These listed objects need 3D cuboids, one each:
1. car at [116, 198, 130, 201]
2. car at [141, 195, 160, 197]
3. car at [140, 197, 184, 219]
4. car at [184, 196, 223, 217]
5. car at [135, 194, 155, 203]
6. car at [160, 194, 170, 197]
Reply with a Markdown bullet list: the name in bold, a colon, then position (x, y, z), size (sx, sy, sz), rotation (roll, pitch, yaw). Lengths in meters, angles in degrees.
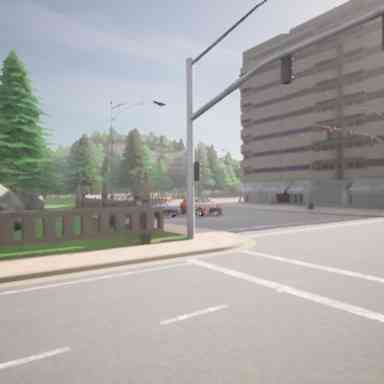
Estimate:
- **car**: position (-9.096, 1.425, 43.297), size (1.895, 1.301, 4.718), rotation (0, 0, -11)
- **car**: position (-5.755, 1.277, 44.648), size (1.882, 1.535, 5.008), rotation (-1, 0, -9)
- **car**: position (-3.062, 1.397, 28.261), size (2.033, 1.411, 5.357), rotation (0, 0, -31)
- **car**: position (0.732, 1.179, 28.964), size (2.097, 1.767, 4.553), rotation (0, 0, -31)
- **car**: position (-8.755, 1.250, 62.608), size (2.128, 1.511, 4.902), rotation (0, 0, 14)
- **car**: position (-5.354, 1.147, 61.782), size (2.097, 1.767, 4.553), rotation (0, 0, 14)
